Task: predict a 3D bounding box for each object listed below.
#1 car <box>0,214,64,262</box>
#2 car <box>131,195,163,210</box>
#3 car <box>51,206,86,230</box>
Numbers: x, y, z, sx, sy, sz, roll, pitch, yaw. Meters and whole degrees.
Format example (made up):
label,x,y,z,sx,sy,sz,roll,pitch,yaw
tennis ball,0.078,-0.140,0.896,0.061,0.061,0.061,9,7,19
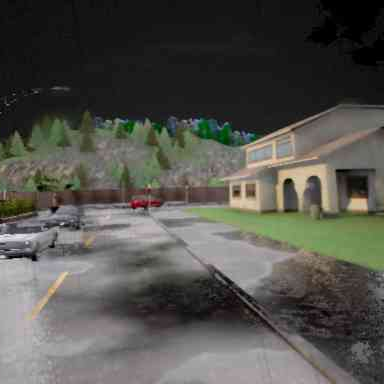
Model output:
label,x,y,z,sx,sy,sz,roll,pitch,yaw
car,-6.522,1.796,12.878,1.895,1.301,4.718,-2,0,-11
car,-6.307,1.421,46.721,2.150,2.045,5.566,-3,-1,26
car,-8.523,1.762,23.080,1.837,1.490,4.892,-2,0,-11
